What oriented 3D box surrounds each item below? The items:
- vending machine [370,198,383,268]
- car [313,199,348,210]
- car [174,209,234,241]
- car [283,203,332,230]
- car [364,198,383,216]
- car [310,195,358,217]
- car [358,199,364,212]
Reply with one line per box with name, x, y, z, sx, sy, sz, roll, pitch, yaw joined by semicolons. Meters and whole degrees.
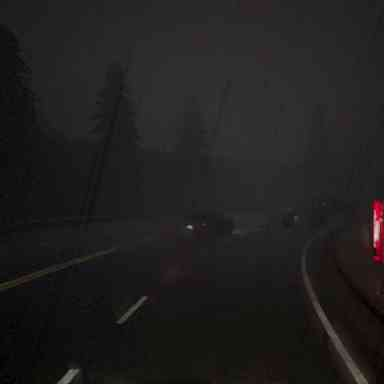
vending machine;6.238;1.244;10.362;1.100;2.100;0.880;0;0;19
car;18.650;1.679;44.801;4.674;1.442;1.812;1;0;-29
car;0.714;1.578;16.891;1.994;1.385;4.181;0;0;24
car;7.464;1.627;21.712;1.994;1.385;4.181;0;0;34
car;19.694;1.507;33.064;4.553;1.767;2.097;0;0;-32
car;14.120;1.337;33.635;5.566;2.045;2.150;0;0;-37
car;21.717;1.666;42.503;4.902;1.511;2.128;1;0;-29
